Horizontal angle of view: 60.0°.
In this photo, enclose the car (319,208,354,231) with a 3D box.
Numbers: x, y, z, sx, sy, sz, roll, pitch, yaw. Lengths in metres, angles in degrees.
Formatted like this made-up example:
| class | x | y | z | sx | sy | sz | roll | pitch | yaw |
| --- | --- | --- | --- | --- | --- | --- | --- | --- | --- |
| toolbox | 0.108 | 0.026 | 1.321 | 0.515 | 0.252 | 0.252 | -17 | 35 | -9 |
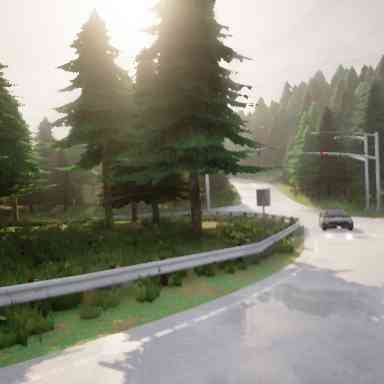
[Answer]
| class | x | y | z | sx | sy | sz | roll | pitch | yaw |
| --- | --- | --- | --- | --- | --- | --- | --- | --- | --- |
| car | 9.744 | 1.821 | 22.840 | 2.033 | 1.411 | 5.357 | -3 | -2 | 17 |
